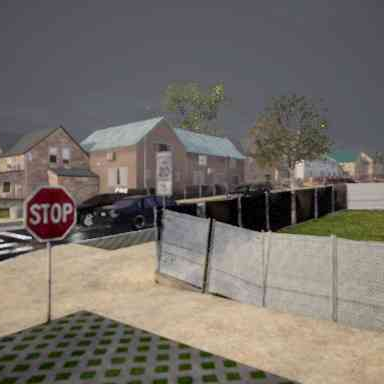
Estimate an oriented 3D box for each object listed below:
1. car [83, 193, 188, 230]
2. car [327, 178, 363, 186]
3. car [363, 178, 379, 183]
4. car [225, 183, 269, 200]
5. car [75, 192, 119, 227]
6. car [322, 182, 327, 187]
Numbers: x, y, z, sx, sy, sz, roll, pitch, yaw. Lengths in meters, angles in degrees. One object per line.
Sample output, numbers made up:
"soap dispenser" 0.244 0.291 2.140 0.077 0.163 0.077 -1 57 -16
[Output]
"car" -2.043 0.844 15.746 2.033 1.411 5.357 0 3 41
"car" 17.599 -0.831 38.179 1.882 1.535 5.008 0 3 42
"car" 24.490 -1.281 46.135 1.895 1.301 4.718 0 3 41
"car" 4.704 0.068 27.803 1.837 1.490 4.892 0 3 41
"car" -4.474 0.793 17.239 1.882 1.535 5.008 0 4 40
"car" 18.664 -1.050 43.652 1.812 1.442 4.674 0 3 41
